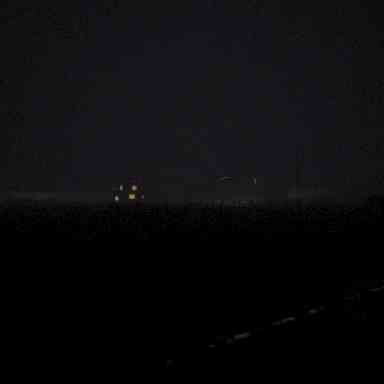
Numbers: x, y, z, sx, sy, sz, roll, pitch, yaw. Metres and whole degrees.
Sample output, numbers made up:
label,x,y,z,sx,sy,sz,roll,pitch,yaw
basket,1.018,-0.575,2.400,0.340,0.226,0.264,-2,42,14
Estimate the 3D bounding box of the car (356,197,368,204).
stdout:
label,x,y,z,sx,sy,sz,roll,pitch,yaw
car,37.357,1.824,70.570,1.837,1.490,4.892,0,0,-35
